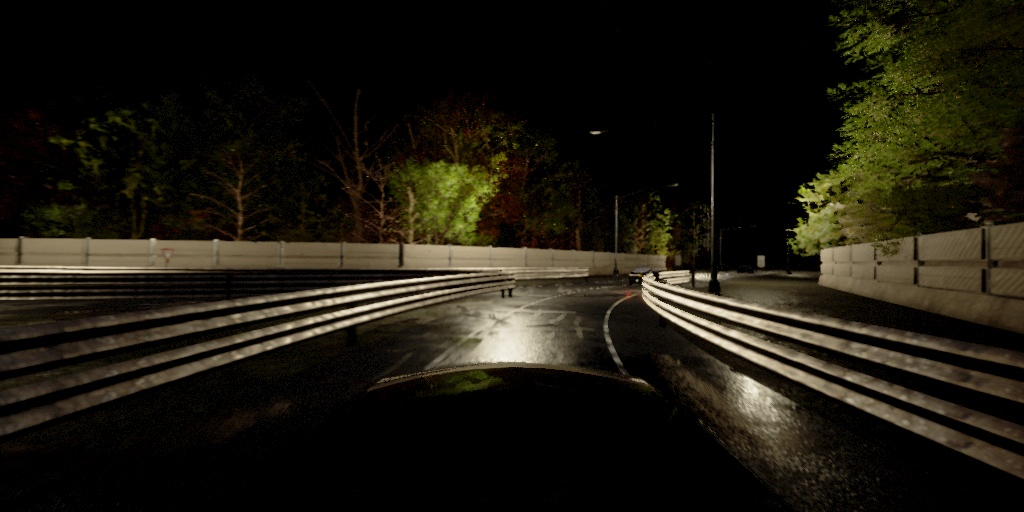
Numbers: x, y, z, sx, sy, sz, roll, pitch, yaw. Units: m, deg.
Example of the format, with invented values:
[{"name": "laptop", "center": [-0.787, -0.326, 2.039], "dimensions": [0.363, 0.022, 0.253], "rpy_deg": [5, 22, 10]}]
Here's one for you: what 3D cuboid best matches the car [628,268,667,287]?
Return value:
[{"name": "car", "center": [10.804, 1.661, 28.383], "dimensions": [2.128, 1.511, 4.902], "rpy_deg": [0, -1, 39]}]
